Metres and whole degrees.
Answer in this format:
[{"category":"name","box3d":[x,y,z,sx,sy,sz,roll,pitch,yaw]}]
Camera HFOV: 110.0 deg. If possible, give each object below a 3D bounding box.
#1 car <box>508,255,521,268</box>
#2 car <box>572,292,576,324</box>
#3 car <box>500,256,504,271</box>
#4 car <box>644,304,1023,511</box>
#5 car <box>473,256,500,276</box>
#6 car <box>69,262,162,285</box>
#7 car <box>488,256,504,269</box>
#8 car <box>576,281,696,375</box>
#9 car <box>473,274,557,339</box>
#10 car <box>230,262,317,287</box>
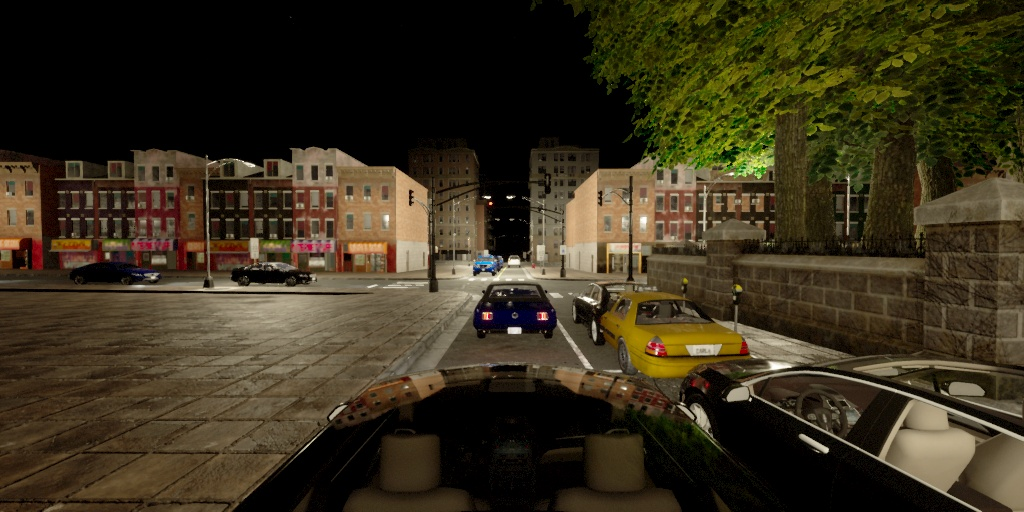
[{"category":"car","box3d":[0.409,1.006,63.754,2.150,2.045,5.566,0,0,0]},{"category":"car","box3d":[2.662,1.298,9.281,2.007,1.370,4.403,0,0,0]},{"category":"car","box3d":[-2.645,0.988,47.873,2.150,2.045,5.566,0,0,1]},{"category":"car","box3d":[2.637,1.300,2.146,2.007,1.370,4.403,0,0,0]},{"category":"car","box3d":[-2.744,0.979,37.228,2.150,2.045,5.566,0,0,0]},{"category":"car","box3d":[-25.130,1.082,22.772,4.674,1.442,1.812,1,1,0]},{"category":"car","box3d":[-2.553,0.999,58.546,2.150,2.045,5.566,0,0,1]},{"category":"car","box3d":[2.687,1.273,7.307,1.751,1.417,4.829,0,0,0]},{"category":"car","box3d":[0.076,1.348,10.086,1.895,1.301,4.718,0,0,0]},{"category":"car","box3d":[-15.025,1.159,22.748,4.902,1.511,2.128,1,1,0]}]
